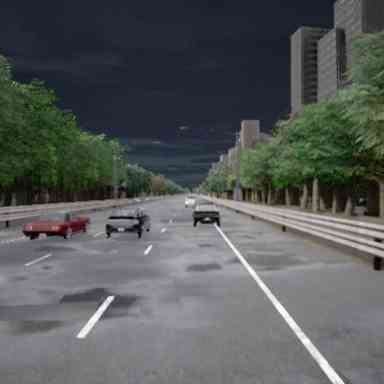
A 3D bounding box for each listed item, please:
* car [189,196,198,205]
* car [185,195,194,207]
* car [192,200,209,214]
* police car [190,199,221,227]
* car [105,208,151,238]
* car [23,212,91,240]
[{"bbox_3d":[1.002,1.591,34.578,2.097,1.767,4.553,0,0,0],"label":"car"},{"bbox_3d":[-0.081,1.639,59.566,2.150,2.045,5.566,0,0,0],"label":"car"},{"bbox_3d":[0.995,1.761,40.607,1.882,1.535,5.008,0,0,0],"label":"car"},{"bbox_3d":[1.016,1.597,24.717,1.930,1.638,5.238,0,0,0],"label":"police car"},{"bbox_3d":[-3.427,1.620,18.487,2.128,1.511,4.902,0,0,0],"label":"car"},{"bbox_3d":[-6.924,1.724,17.652,1.895,1.301,4.718,0,0,0],"label":"car"}]
